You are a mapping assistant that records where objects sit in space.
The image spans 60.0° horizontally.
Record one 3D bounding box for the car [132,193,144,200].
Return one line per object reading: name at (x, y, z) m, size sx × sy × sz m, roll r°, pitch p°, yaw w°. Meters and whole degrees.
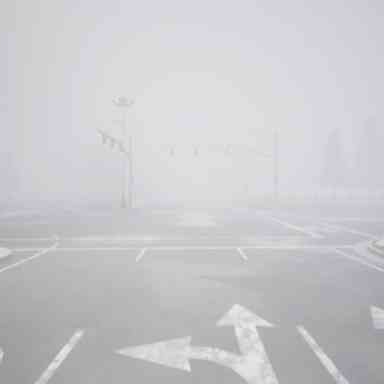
car at (-11.513, 0.956, 71.068) m, size 1.895 × 1.301 × 4.718 m, roll 0°, pitch 1°, yaw 0°
